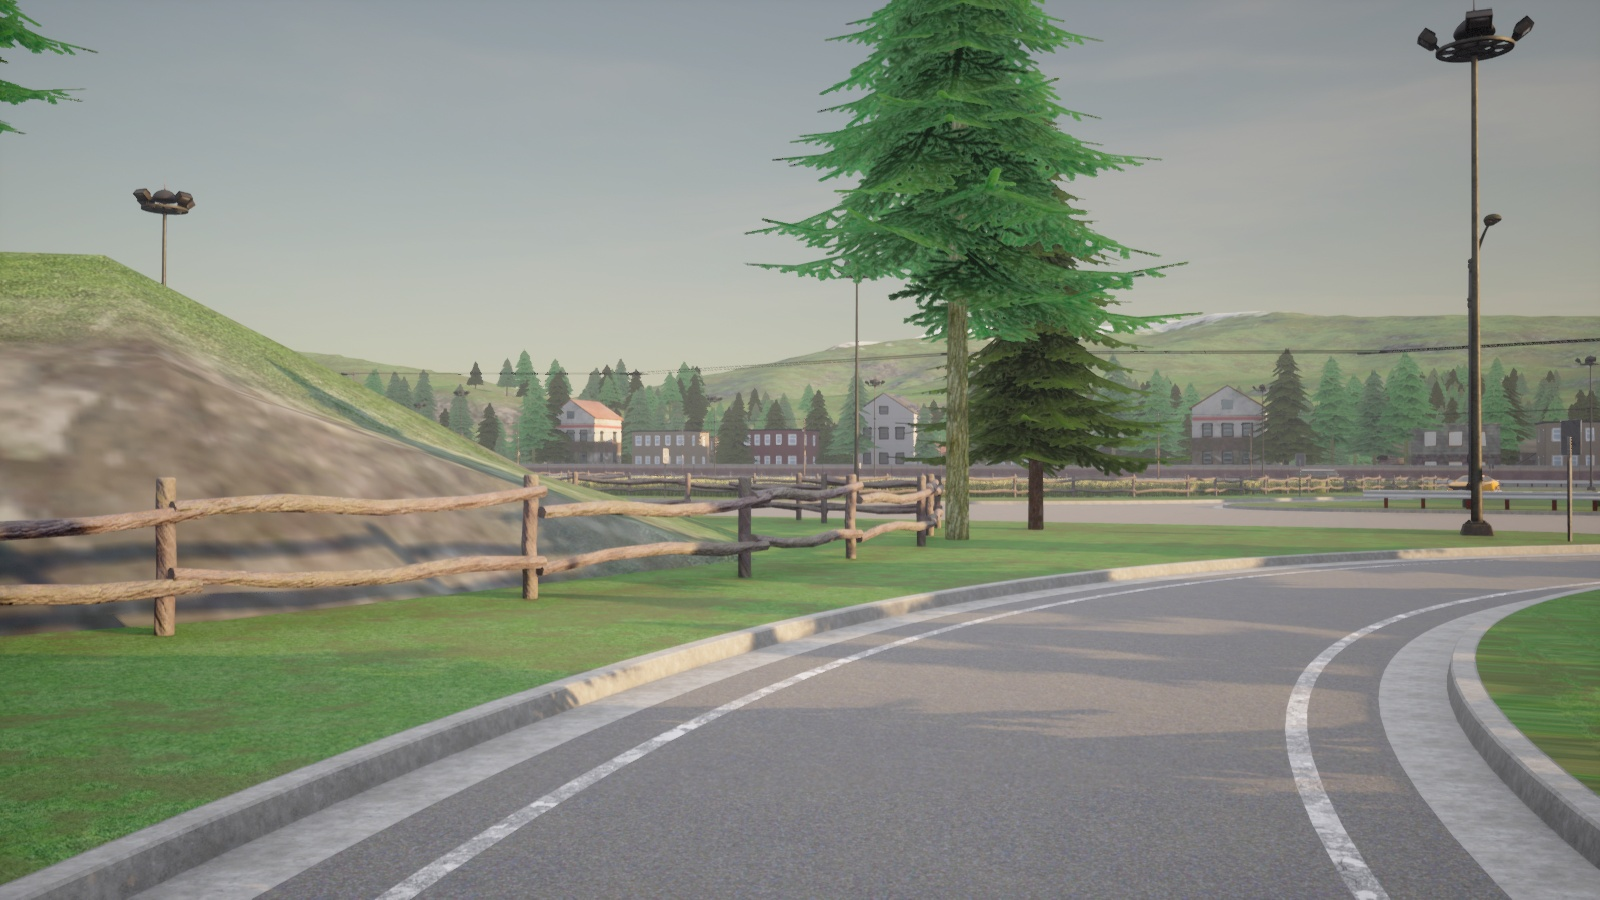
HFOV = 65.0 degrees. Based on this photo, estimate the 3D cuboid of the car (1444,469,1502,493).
[{"bbox_3d":[44.199,2.004,82.422,5.008,1.535,1.882,1,-1,-44],"label":"car"}]
